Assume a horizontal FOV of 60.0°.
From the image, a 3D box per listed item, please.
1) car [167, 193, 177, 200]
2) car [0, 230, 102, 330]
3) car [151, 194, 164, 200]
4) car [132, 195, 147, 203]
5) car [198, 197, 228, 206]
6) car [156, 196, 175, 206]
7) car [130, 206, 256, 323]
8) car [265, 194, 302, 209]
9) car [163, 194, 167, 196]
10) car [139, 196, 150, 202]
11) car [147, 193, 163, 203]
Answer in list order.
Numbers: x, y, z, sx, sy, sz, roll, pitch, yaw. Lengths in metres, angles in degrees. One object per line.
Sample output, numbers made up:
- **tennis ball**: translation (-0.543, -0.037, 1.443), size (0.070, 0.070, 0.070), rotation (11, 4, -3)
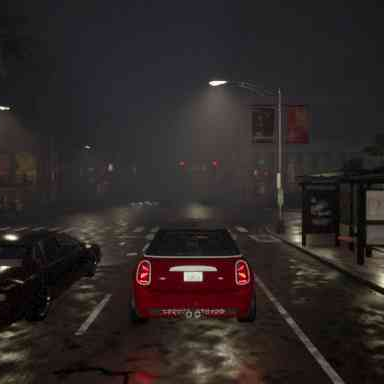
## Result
- **car**: translation (-5.983, 1.225, 94.669), size (2.150, 2.045, 5.566), rotation (0, 0, 15)
- **car**: translation (-3.491, 1.547, 7.164), size (2.033, 1.411, 5.357), rotation (0, 0, 0)
- **car**: translation (-9.737, 1.355, 94.227), size (2.097, 1.767, 4.553), rotation (0, 0, 12)
- **car**: translation (-11.235, 1.355, 69.680), size (2.097, 1.767, 4.553), rotation (0, 0, -1)
- **car**: translation (3.176, 1.505, 50.287), size (4.892, 1.490, 1.837), rotation (0, 2, 40)
- **car**: translation (-3.919, 1.601, 49.918), size (1.895, 1.301, 4.718), rotation (0, 0, -1)
- **car**: translation (0.008, 1.352, 7.370), size (2.097, 1.767, 4.553), rotation (0, 0, 0)
- **car**: translation (12.318, 1.223, 42.946), size (5.566, 2.045, 2.150), rotation (0, 0, -2)
- **car**: translation (-7.852, 1.225, 80.464), size (2.150, 2.045, 5.566), rotation (0, 0, -1)
- **car**: translation (-11.342, 1.595, 79.855), size (1.895, 1.301, 4.718), rotation (0, 0, -1)
- **car**: translation (-7.738, 1.478, 69.985), size (1.882, 1.535, 5.008), rotation (0, 0, -1)
